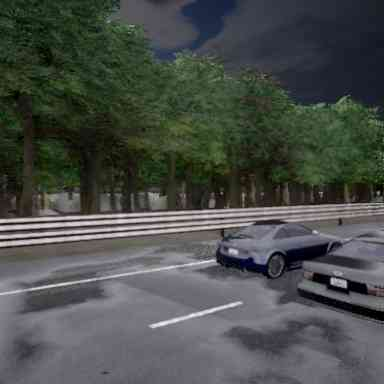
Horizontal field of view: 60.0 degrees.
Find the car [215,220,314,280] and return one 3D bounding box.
[{"bbox_3d":[2.734,1.551,10.002,4.181,1.385,1.994,0,0,-36],"label":"car"}]

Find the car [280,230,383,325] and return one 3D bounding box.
[{"bbox_3d":[4.454,1.534,6.928,5.357,1.411,2.033,0,0,-36],"label":"car"}]
